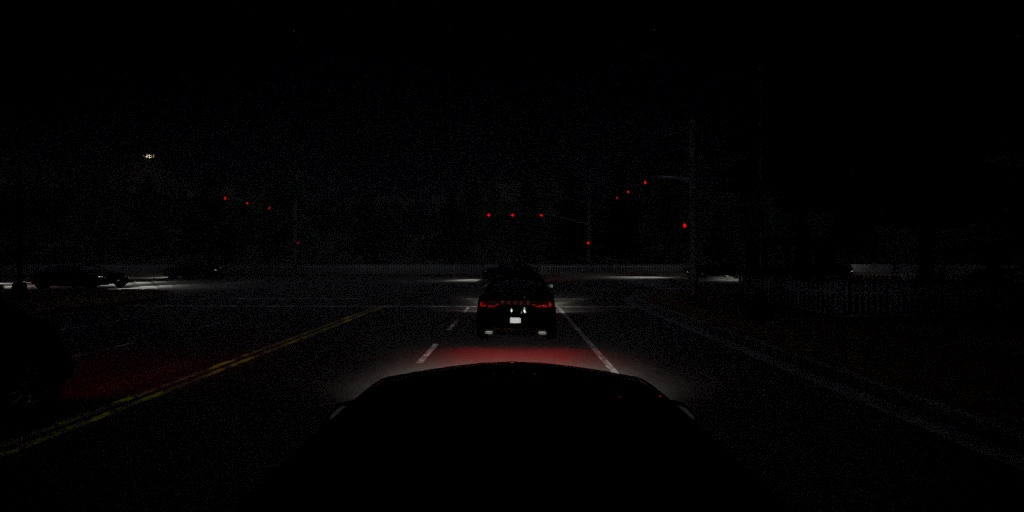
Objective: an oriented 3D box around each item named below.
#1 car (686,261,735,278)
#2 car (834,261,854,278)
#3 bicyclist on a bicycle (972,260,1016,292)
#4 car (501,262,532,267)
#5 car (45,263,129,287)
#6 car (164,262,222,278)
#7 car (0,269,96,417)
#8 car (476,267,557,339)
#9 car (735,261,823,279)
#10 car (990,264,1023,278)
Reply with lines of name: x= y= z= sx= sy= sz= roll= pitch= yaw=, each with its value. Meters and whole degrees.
car: x=18.422 y=1.193 z=32.499 sx=4.902 sy=1.511 sz=2.128 roll=0 pitch=0 yaw=1
car: x=27.752 y=1.192 z=32.319 sx=4.902 sy=1.511 sz=2.128 roll=0 pitch=0 yaw=2
bicyclist on a bicycle: x=22.824 y=0.999 z=17.022 sx=0.582 sy=1.620 sz=1.656 roll=0 pitch=0 yaw=0
car: x=-0.175 y=1.237 z=29.141 sx=4.674 sy=1.442 sz=1.812 roll=0 pitch=0 yaw=0
car: x=-26.576 y=1.224 z=22.083 sx=4.674 sy=1.442 sz=1.812 roll=0 pitch=0 yaw=0
car: x=-29.139 y=1.265 z=32.817 sx=4.181 sy=1.385 sz=1.994 roll=0 pitch=0 yaw=0
car: x=-7.085 y=1.103 z=2.892 sx=2.097 sy=1.767 sz=4.553 roll=0 pitch=0 yaw=0
car: x=0.175 y=1.229 z=10.164 sx=1.882 sy=1.535 sz=5.008 roll=0 pitch=0 yaw=2
car: x=21.536 y=1.248 z=28.999 sx=5.357 sy=1.411 sz=2.033 roll=0 pitch=0 yaw=1
car: x=43.935 y=1.302 z=30.181 sx=4.718 sy=1.301 sz=1.895 roll=0 pitch=0 yaw=18
